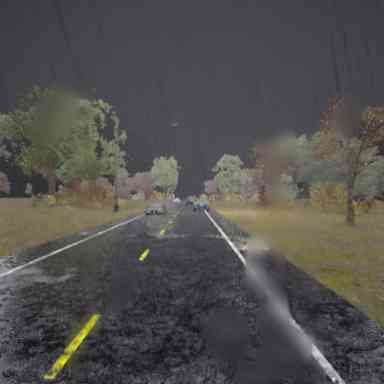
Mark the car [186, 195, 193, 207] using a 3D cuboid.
[{"bbox_3d":[0.008,1.662,62.236,2.150,2.045,5.566,0,-1,0],"label":"car"}]

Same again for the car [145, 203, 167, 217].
[{"bbox_3d":[-3.588,1.778,33.809,1.994,1.385,4.181,0,0,0],"label":"car"}]

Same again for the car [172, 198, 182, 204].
[{"bbox_3d":[-3.491,2.022,75.622,1.812,1.442,4.674,0,-1,0],"label":"car"}]

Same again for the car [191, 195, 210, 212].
[{"bbox_3d":[1.229,1.645,44.404,2.097,1.767,4.553,0,0,0],"label":"car"}]
